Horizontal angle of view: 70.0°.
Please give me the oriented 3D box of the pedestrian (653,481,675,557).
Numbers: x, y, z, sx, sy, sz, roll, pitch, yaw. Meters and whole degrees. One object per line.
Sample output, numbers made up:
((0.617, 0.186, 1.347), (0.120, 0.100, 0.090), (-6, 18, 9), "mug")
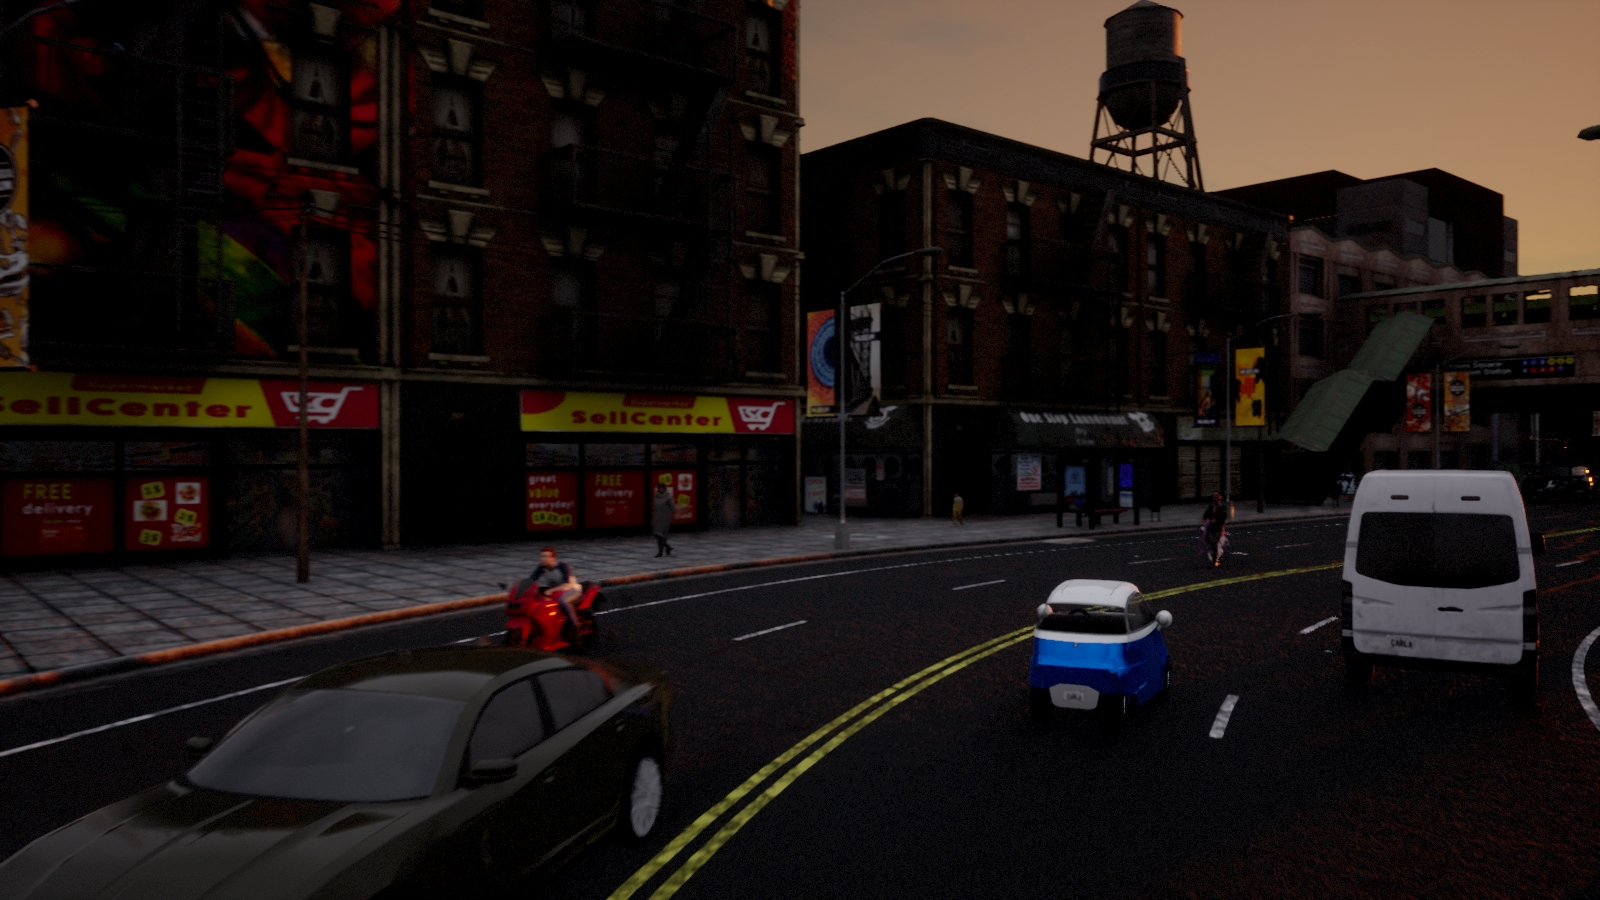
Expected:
((-3.349, 1.690, 28.106), (0.375, 1.860, 0.375), (0, 0, 28), "pedestrian")

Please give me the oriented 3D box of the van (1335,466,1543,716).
((8.528, 1.534, 15.102), (1.988, 2.561, 5.915), (0, 0, 31), "van")

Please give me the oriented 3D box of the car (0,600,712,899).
((-2.361, 2.032, 6.969), (2.097, 1.535, 5.006), (0, 0, 15), "car")

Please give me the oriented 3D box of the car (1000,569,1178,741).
((3.182, 2.119, 12.352), (1.481, 1.376, 2.207), (0, 0, 25), "car")

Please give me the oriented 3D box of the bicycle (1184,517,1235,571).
((9.691, 2.208, 27.016), (1.835, 1.171, 0.329), (0, 1, -44), "bicycle")

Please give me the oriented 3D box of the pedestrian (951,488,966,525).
((5.545, 1.971, 39.991), (0.375, 1.300, 0.375), (0, 0, 32), "pedestrian")
